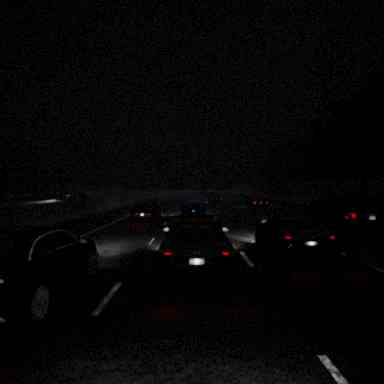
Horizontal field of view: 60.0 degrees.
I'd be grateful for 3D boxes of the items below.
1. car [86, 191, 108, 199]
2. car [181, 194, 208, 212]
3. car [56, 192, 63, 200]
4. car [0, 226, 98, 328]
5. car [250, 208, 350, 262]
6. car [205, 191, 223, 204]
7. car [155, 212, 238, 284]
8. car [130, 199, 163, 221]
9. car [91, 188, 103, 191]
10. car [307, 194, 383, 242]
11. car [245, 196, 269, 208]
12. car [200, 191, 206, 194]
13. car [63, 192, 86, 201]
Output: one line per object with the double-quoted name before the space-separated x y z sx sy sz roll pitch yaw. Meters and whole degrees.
"car" -14.016 0.937 50.248 1.812 1.442 4.674 0 1 0
"car" 0.124 1.210 27.003 1.882 1.535 5.008 0 1 0
"car" -24.446 0.701 63.710 2.128 1.511 4.902 0 1 0
"car" -3.393 1.441 6.866 2.128 1.511 4.902 0 1 0
"car" 3.511 1.467 11.763 1.994 1.385 4.181 0 1 0
"car" 3.543 0.962 49.968 2.033 1.411 5.357 0 1 0
"car" 0.109 1.490 9.362 1.994 1.385 4.181 0 1 0
"car" -3.378 1.262 24.937 1.837 1.490 4.892 0 1 0
"car" -20.937 0.252 72.723 2.150 2.045 5.566 0 1 0
"car" 7.103 1.083 15.758 2.150 2.045 5.566 0 1 0
"car" 7.132 1.152 36.915 2.033 1.411 5.357 0 1 0
"car" 3.568 0.439 77.708 1.882 1.535 5.008 0 1 0
"car" -17.512 0.879 50.910 1.882 1.535 5.008 0 1 0
